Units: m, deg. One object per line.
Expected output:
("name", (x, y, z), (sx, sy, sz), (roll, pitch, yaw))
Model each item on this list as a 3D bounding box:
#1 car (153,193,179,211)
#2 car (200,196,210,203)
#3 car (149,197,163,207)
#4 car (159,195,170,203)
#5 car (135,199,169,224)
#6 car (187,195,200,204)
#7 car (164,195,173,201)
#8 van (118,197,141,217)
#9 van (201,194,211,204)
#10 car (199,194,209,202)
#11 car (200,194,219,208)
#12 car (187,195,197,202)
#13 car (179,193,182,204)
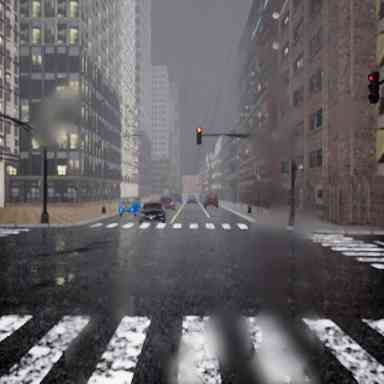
("car", (-3.095, 1.325, 40.490), (2.097, 1.767, 4.553), (0, 0, 0))
("car", (2.690, 1.514, 69.666), (2.008, 1.369, 4.403), (0, 0, 0))
("car", (-5.691, 1.492, 52.842), (1.752, 1.417, 4.829), (0, 0, 0))
("car", (-5.691, 1.403, 69.665), (1.967, 1.590, 4.097), (0, 0, 0))
("car", (-2.874, 1.484, 24.587), (1.837, 1.490, 4.892), (0, 0, -3))
("car", (0.004, 1.566, 60.334), (1.895, 1.301, 4.718), (0, 0, 0))
("car", (-5.690, 1.513, 80.767), (2.008, 1.369, 4.403), (0, 0, 0))
("van", (-5.691, 1.318, 30.809), (1.690, 1.788, 3.998), (0, 0, 0))
("van", (2.689, 1.305, 64.115), (1.690, 1.788, 3.998), (0, 0, 0))
("car", (2.689, 1.277, 75.217), (2.192, 1.841, 5.009), (0, 0, 0))
("car", (2.689, 1.284, 47.463), (2.192, 1.841, 5.009), (0, 0, 0))
("car", (0.003, 1.353, 70.310), (2.033, 1.411, 5.357), (0, 0, 0))
("car", (-3.005, 1.187, 63.434), (2.150, 2.045, 5.566), (0, 0, 0))
